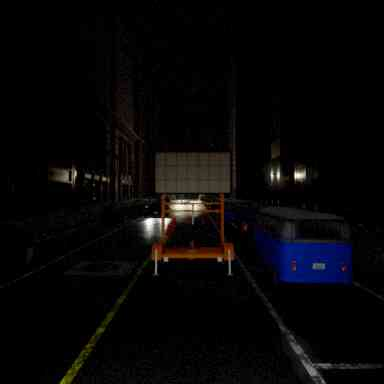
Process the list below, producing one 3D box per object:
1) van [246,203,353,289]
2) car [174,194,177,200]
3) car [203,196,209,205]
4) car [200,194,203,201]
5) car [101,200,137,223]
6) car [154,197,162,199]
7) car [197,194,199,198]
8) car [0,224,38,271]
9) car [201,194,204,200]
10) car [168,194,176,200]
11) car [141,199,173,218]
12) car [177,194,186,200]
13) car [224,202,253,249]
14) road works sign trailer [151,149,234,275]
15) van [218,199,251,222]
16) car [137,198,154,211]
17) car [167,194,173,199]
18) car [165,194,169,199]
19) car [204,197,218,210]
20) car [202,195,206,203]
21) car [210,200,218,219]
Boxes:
[{"bbox_3d":[2.702,1.342,8.912,1.690,1.788,3.998,1,0,0],"label":"van"},{"bbox_3d":[-5.618,1.484,87.673,1.947,1.339,4.313,1,0,0],"label":"car"},{"bbox_3d":[2.789,1.529,42.661,1.887,1.381,4.507,1,0,0],"label":"car"},{"bbox_3d":[2.834,1.510,59.535,1.887,1.381,4.507,1,0,0],"label":"car"},{"bbox_3d":[-5.781,1.540,25.805,1.887,1.381,4.507,1,0,0],"label":"car"},{"bbox_3d":[-5.722,1.504,48.132,1.752,1.417,4.829,1,0,0],"label":"car"},{"bbox_3d":[2.893,1.473,82.034,1.887,1.381,4.507,1,0,0],"label":"car"},{"bbox_3d":[-5.826,1.545,8.931,1.887,1.381,4.507,1,0,0],"label":"car"},{"bbox_3d":[2.819,1.517,53.910,1.887,1.381,4.507,1,0,0],"label":"car"},{"bbox_3d":[-5.602,1.348,93.298,1.967,1.590,4.097,1,0,0],"label":"car"},{"bbox_3d":[-3.022,1.558,29.688,1.994,1.385,4.181,0,0,0],"label":"car"},{"bbox_3d":[-2.761,1.479,89.623,1.994,1.385,4.181,0,0,0],"label":"car"},{"bbox_3d":[2.716,1.440,14.537,1.967,1.590,4.097,1,0,0],"label":"car"},{"bbox_3d":[0.028,0.465,10.379,2.380,3.560,2.880,0,0,0],"label":"road works sign trailer"},{"bbox_3d":[2.731,1.339,20.162,1.690,1.788,3.998,1,0,0],"label":"van"},{"bbox_3d":[-5.751,1.540,37.053,2.008,1.369,4.403,1,0,0],"label":"car"},{"bbox_3d":[-5.661,1.388,70.800,1.967,1.590,4.097,1,0,0],"label":"car"},{"bbox_3d":[-5.692,1.547,59.551,1.802,1.307,4.206,1,0,0],"label":"car"},{"bbox_3d":[2.774,1.540,37.036,2.008,1.369,4.403,1,0,0],"label":"car"},{"bbox_3d":[2.804,1.523,48.285,1.887,1.381,4.507,1,0,0],"label":"car"},{"bbox_3d":[2.744,1.546,25.787,2.008,1.369,4.403,1,0,0],"label":"car"}]
